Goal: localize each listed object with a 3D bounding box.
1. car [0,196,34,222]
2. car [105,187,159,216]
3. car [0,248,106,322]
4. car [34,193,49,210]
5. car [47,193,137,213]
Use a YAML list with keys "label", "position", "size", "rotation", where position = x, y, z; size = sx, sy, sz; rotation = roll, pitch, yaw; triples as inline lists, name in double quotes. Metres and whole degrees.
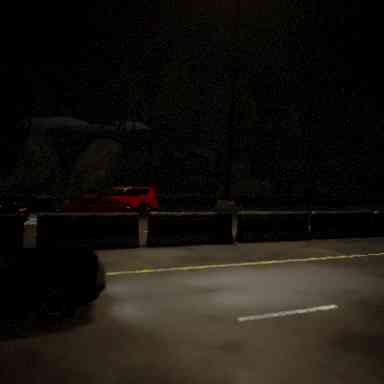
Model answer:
- label: "car"
  position: [-9.920, 0.955, 14.726]
  size: [4.902, 1.511, 2.128]
  rotation: [1, 1, -21]
- label: "car"
  position: [-5.131, 0.616, 23.997]
  size: [5.566, 2.045, 2.150]
  rotation: [1, 1, -21]
- label: "car"
  position: [-3.894, 1.388, 5.568]
  size: [4.718, 1.301, 1.895]
  rotation: [1, 1, -21]
- label: "car"
  position: [-11.460, 0.785, 25.363]
  size: [4.181, 1.385, 1.994]
  rotation: [1, 1, -21]
- label: "car"
  position: [-5.944, 0.983, 19.961]
  size: [4.674, 1.442, 1.812]
  rotation: [1, 1, -21]
